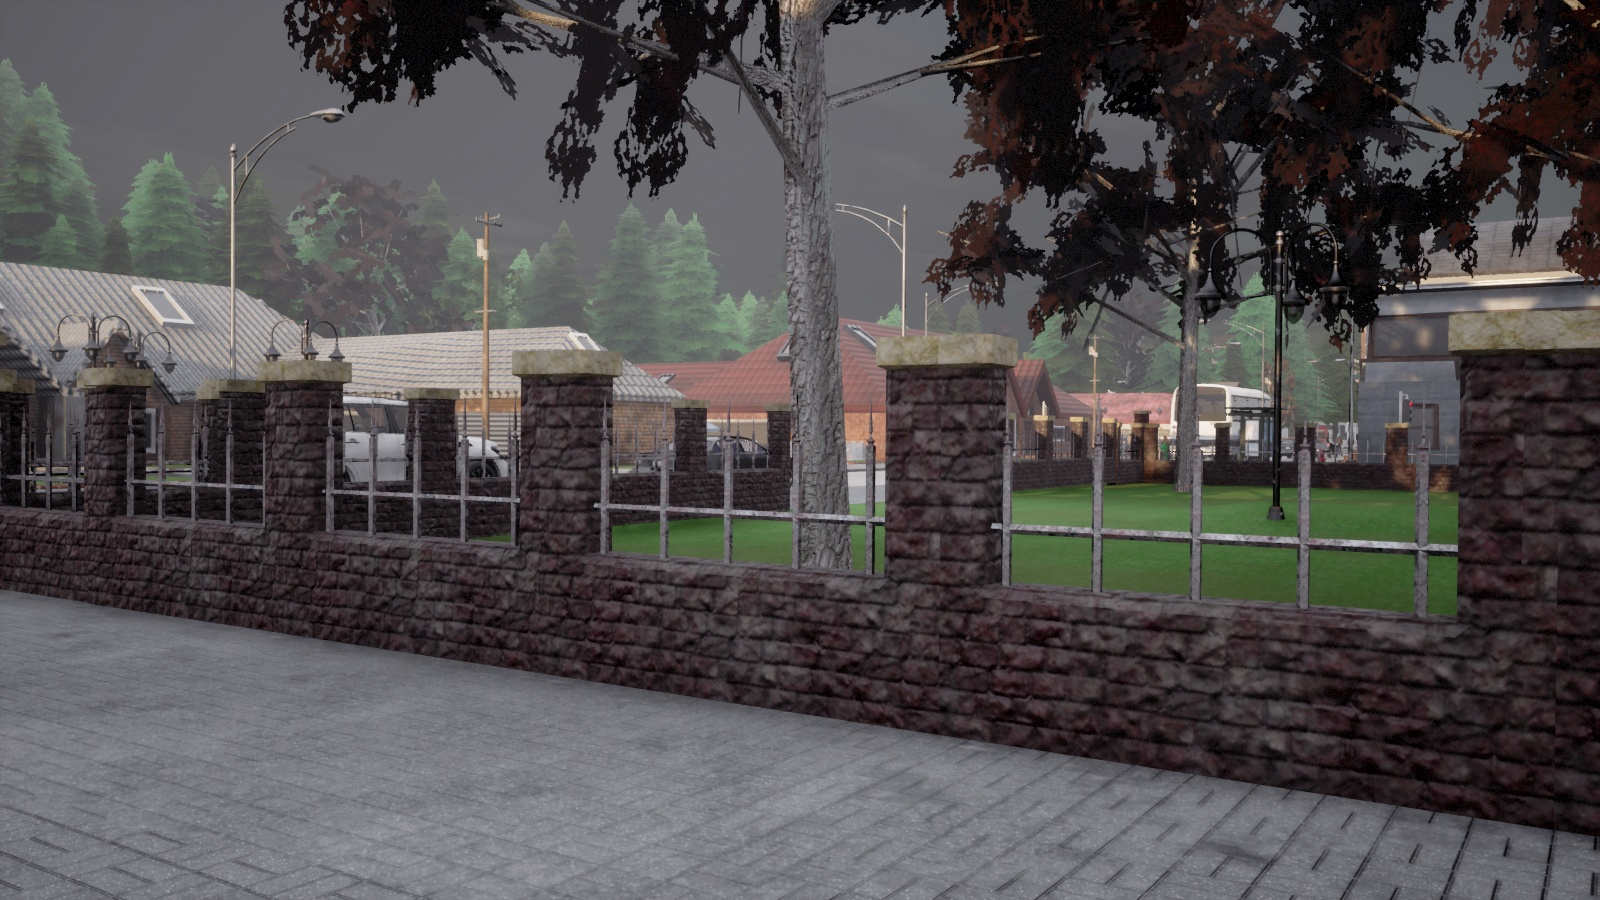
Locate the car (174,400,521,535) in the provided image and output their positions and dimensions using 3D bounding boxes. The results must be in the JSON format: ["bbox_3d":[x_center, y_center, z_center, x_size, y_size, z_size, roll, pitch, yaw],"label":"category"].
[{"bbox_3d":[-7.683,0.219,22.017,2.150,2.045,5.566,0,1,32],"label":"car"}]

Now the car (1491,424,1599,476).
[{"bbox_3d":[23.767,-0.024,37.911,5.008,1.535,1.882,0,1,31],"label":"car"}]

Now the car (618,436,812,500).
[{"bbox_3d":[-1.944,0.375,30.879,2.033,1.411,5.357,0,1,31],"label":"car"}]

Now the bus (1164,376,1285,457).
[{"bbox_3d":[24.099,-1.830,70.802,3.944,4.253,10.273,0,1,34],"label":"bus"}]

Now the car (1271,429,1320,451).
[{"bbox_3d":[33.853,-0.698,85.693,2.033,1.411,5.357,0,1,33],"label":"car"}]
